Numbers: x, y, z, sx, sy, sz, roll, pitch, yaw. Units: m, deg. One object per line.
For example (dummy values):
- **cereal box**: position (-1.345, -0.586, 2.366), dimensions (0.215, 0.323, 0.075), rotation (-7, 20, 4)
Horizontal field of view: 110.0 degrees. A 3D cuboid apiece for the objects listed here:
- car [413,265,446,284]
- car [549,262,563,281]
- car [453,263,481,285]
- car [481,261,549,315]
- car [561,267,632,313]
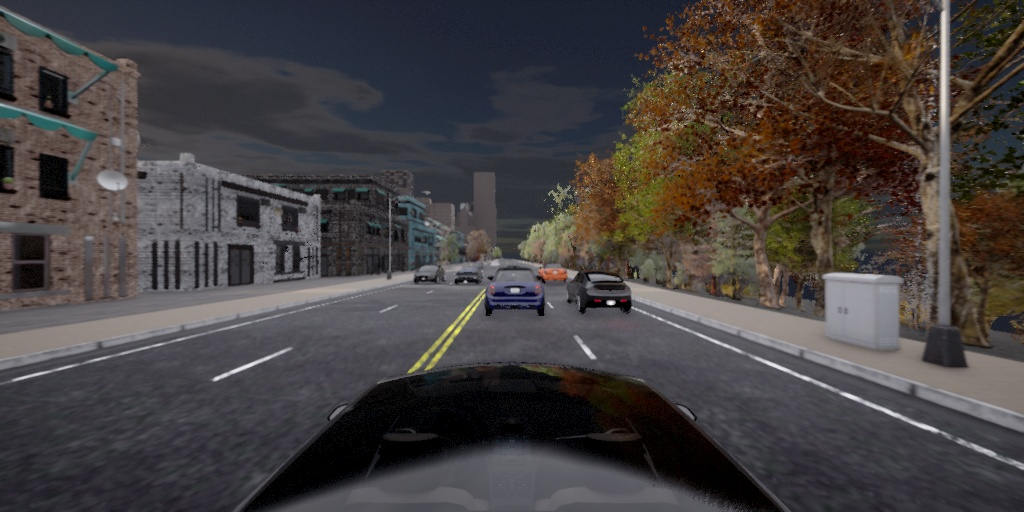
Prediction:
- **car**: position (-6.581, 1.457, 29.054), dimensions (1.837, 1.490, 4.892), rotation (0, 0, 0)
- **car**: position (3.365, 1.315, 30.135), dimensions (2.097, 1.767, 4.553), rotation (0, 0, 0)
- **car**: position (-3.334, 1.496, 28.404), dimensions (2.033, 1.411, 5.357), rotation (0, 0, 0)
- **car**: position (0.102, 1.195, 14.158), dimensions (2.097, 1.767, 4.553), rotation (0, 0, 0)
- **car**: position (3.353, 1.352, 14.544), dimensions (1.837, 1.490, 4.892), rotation (0, 0, 0)
